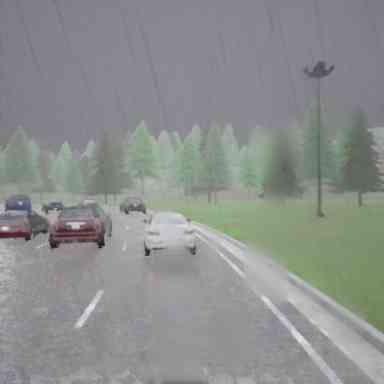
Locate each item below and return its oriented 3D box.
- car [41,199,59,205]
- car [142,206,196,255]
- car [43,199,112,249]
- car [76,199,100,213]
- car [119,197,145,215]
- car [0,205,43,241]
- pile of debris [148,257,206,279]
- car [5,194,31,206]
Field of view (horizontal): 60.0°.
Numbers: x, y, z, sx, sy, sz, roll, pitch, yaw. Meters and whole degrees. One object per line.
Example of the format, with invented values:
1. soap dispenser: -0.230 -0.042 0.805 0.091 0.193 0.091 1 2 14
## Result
1. car: -15.512 1.530 36.914 1.837 1.490 4.892 0 0 -30
2. car: -0.958 1.498 13.147 1.812 1.442 4.674 0 0 -7
3. car: -4.780 1.350 14.855 2.097 1.767 4.553 -1 0 -9
4. car: -11.962 1.518 38.102 1.812 1.442 4.674 0 0 -28
5. car: -6.191 1.308 34.235 2.097 1.767 4.553 -1 0 -20
6. car: -8.615 1.587 16.709 1.994 1.385 4.181 0 0 -10
7. pile of debris: -0.472 2.153 9.575 1.500 0.140 1.860 0 0 -6
8. car: -18.640 1.275 35.665 2.150 2.045 5.566 0 0 -32
